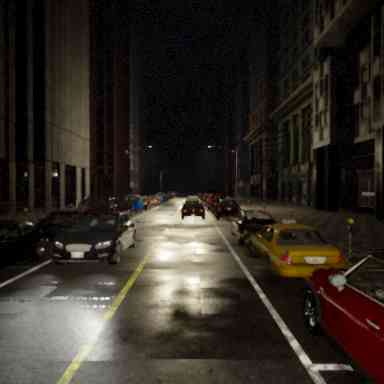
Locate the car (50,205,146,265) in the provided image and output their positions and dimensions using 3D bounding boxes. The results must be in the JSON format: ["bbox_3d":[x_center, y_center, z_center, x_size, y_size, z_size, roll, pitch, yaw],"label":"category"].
[{"bbox_3d":[-3.105,1.430,11.467,2.128,1.511,4.902,0,0,0],"label":"car"}]

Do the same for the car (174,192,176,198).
[{"bbox_3d":[-5.804,1.009,82.848,1.967,1.590,4.097,0,0,0],"label":"car"}]

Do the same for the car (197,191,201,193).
[{"bbox_3d":[2.719,1.124,88.496,1.802,1.307,4.206,0,0,0],"label":"car"}]

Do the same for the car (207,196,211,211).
[{"bbox_3d":[2.745,1.395,32.134,1.947,1.339,4.313,0,0,0],"label":"car"}]

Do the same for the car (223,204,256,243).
[{"bbox_3d":[2.753,1.469,15.225,2.008,1.369,4.403,0,0,0],"label":"car"}]

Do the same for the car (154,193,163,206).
[{"bbox_3d":[-5.788,1.180,49.030,1.967,1.590,4.097,0,0,0],"label":"car"}]

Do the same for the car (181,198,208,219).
[{"bbox_3d":[0.085,1.455,27.236,1.895,1.301,4.718,0,0,0],"label":"car"}]

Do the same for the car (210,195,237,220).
[{"bbox_3d":[2.748,1.299,26.496,1.967,1.590,4.097,0,0,0],"label":"car"}]

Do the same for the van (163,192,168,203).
[{"bbox_3d":[-5.793,1.022,60.302,1.690,1.788,3.998,0,0,0],"label":"van"}]

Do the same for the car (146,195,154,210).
[{"bbox_3d":[-5.783,1.239,37.757,1.967,1.590,4.097,0,0,0],"label":"car"}]

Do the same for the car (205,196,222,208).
[{"bbox_3d":[2.740,1.314,43.407,1.887,1.381,4.507,0,0,0],"label":"car"}]

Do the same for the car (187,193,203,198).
[{"bbox_3d":[0.066,1.251,45.239,2.128,1.511,4.902,0,0,0],"label":"car"}]

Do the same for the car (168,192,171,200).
[{"bbox_3d":[-5.795,1.178,65.770,1.752,1.417,4.829,0,0,0],"label":"car"}]

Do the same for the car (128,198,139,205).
[{"bbox_3d":[-5.777,1.403,26.484,1.887,1.381,4.507,0,0,0],"label":"car"}]

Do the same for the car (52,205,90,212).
[{"bbox_3d":[-5.772,1.484,15.210,1.947,1.339,4.313,0,0,0],"label":"car"}]

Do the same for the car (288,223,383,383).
[{"bbox_3d":[2.758,1.418,3.952,1.967,1.590,4.097,0,0,0],"label":"car"}]

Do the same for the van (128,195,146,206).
[{"bbox_3d":[-5.780,1.170,32.119,1.690,1.788,3.998,0,0,0],"label":"van"}]

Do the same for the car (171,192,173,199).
[{"bbox_3d":[-5.798,1.174,71.576,2.008,1.369,4.403,0,0,0],"label":"car"}]

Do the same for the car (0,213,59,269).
[{"bbox_3d":[-5.769,1.514,9.574,1.947,1.339,4.313,0,0,0],"label":"car"}]

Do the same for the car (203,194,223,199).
[{"bbox_3d":[2.742,1.114,37.769,2.192,1.841,5.009,0,0,0],"label":"car"}]

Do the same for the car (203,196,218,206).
[{"bbox_3d":[2.738,1.305,49.043,1.947,1.339,4.313,0,0,0],"label":"car"}]

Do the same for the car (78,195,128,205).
[{"bbox_3d":[-5.775,1.204,20.845,2.192,1.841,5.009,0,0,0],"label":"car"}]

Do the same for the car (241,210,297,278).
[{"bbox_3d":[2.755,1.473,9.759,1.752,1.417,4.829,0,0,0],"label":"car"}]
